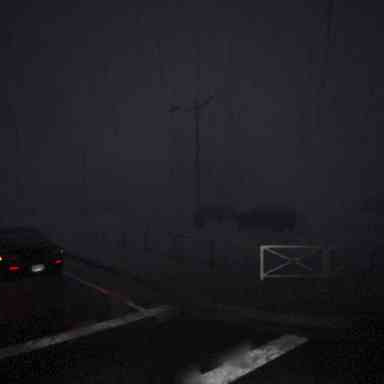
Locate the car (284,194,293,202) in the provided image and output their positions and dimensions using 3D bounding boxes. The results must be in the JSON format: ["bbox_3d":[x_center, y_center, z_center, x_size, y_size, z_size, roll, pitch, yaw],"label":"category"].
[{"bbox_3d":[16.495,1.689,63.231,1.970,1.475,3.806,0,-1,-40],"label":"car"}]

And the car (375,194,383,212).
[{"bbox_3d":[20.675,1.082,33.168,1.905,1.878,3.866,0,-1,-40],"label":"car"}]

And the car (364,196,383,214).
[{"bbox_3d":[18.695,1.111,31.002,1.932,1.855,4.605,0,-1,-40],"label":"car"}]

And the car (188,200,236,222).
[{"bbox_3d":[1.853,1.599,26.905,1.970,1.475,3.806,0,-1,-40],"label":"car"}]

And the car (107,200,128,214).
[{"bbox_3d":[-9.905,1.839,41.401,2.152,1.636,5.027,0,-1,-40],"label":"car"}]

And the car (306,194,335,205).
[{"bbox_3d":[21.913,1.292,56.716,1.932,1.855,4.605,0,-1,-40],"label":"car"}]

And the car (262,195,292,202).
[{"bbox_3d":[11.852,1.570,49.339,2.007,1.523,4.514,0,-1,-40],"label":"car"}]

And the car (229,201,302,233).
[{"bbox_3d":[4.273,1.488,19.284,1.845,1.501,3.633,0,-1,-40],"label":"car"}]

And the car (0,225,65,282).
[{"bbox_3d":[-5.325,1.690,9.645,1.812,1.442,4.674,0,0,-45],"label":"car"}]

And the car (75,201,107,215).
[{"bbox_3d":[-12.292,1.864,39.365,2.007,1.523,4.514,0,-1,-40],"label":"car"}]

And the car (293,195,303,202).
[{"bbox_3d":[19.445,1.378,64.877,1.905,1.878,3.866,0,-1,-40],"label":"car"}]

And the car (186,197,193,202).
[{"bbox_3d":[-1.750,2.314,91.455,4.611,1.667,2.242,0,-1,-40],"label":"car"}]
